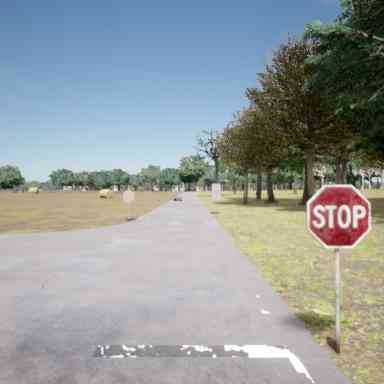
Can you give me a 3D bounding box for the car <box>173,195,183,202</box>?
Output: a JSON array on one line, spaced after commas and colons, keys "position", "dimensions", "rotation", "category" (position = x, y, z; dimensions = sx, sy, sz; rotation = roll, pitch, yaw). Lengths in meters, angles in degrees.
[{"position": [-2.735, 1.230, 65.296], "dimensions": [1.895, 1.301, 4.718], "rotation": [0, 1, 0], "category": "car"}]
